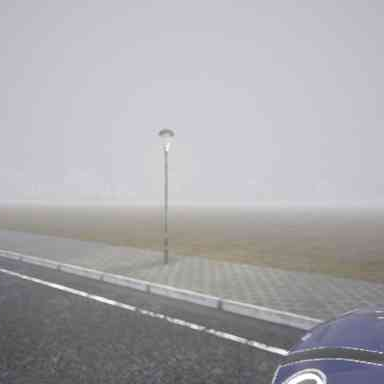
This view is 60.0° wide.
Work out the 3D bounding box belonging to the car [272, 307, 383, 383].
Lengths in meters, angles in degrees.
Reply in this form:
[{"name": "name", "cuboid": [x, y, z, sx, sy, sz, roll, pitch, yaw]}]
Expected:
[{"name": "car", "cuboid": [2.694, 1.356, 1.786, 4.553, 1.767, 2.097, 0, 0, 35]}]
